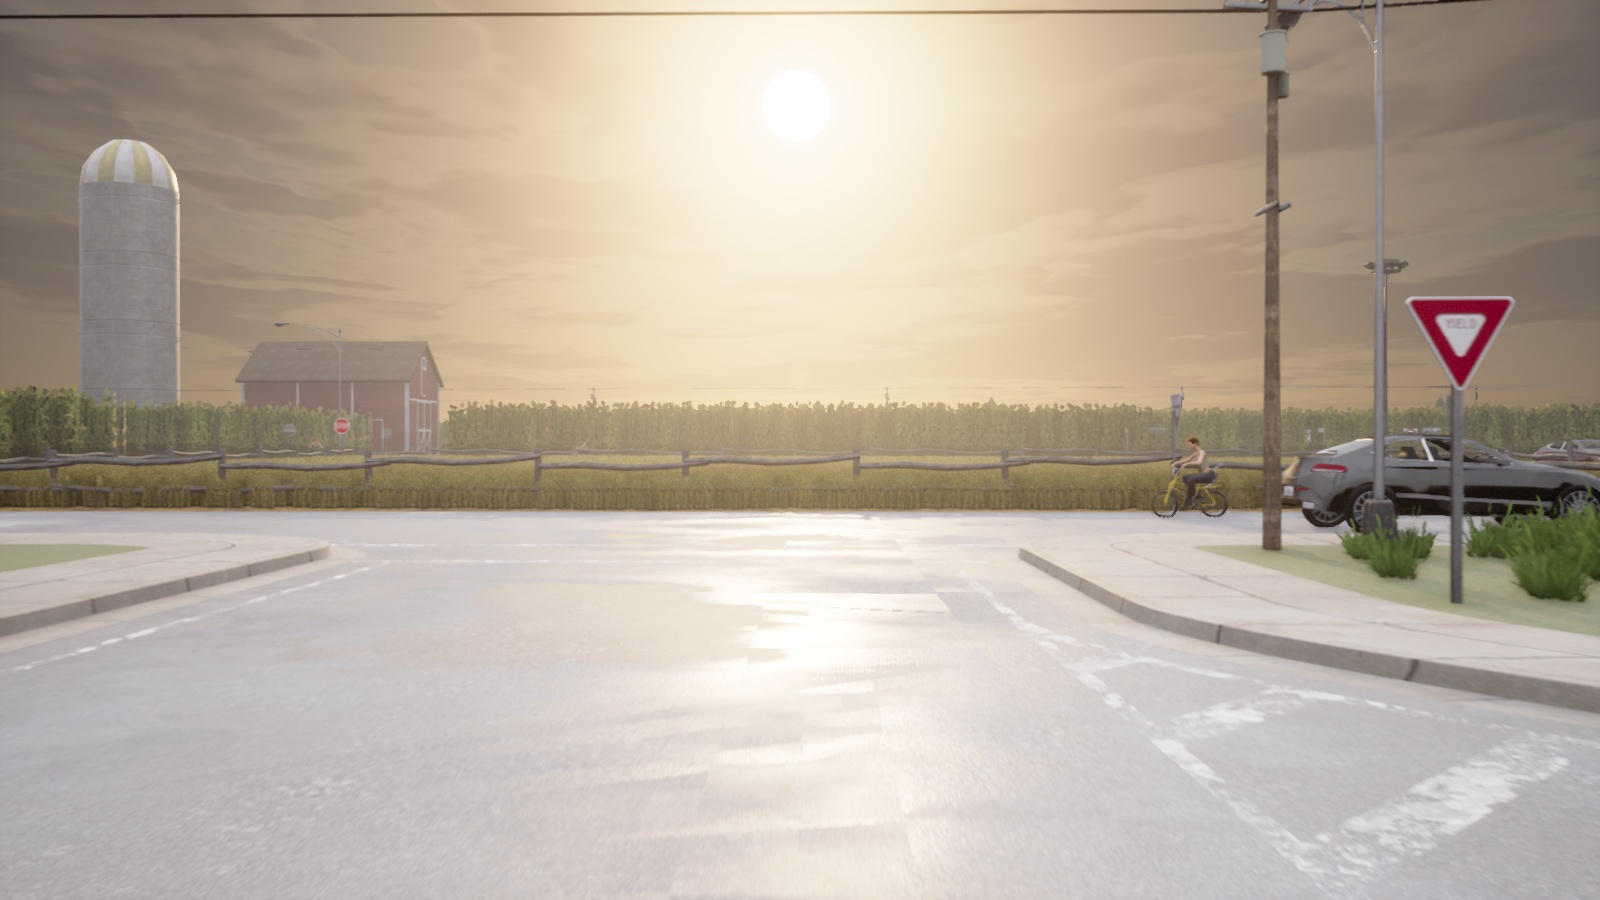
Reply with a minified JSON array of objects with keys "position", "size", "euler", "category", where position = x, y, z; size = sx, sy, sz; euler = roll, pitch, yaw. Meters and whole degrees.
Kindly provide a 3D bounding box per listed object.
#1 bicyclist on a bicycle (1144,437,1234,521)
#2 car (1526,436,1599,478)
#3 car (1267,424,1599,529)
[{"position":[7.627,0.551,24.656],"size":[1.509,1.612,0.866],"euler":[0,0,2],"category":"bicyclist on a bicycle"},{"position":[32.629,0.259,51.895],"size":[2.152,1.651,5.027],"euler":[0,0,-3],"category":"car"},{"position":[10.756,0.413,21.100],"size":[5.027,1.651,2.152],"euler":[0,0,1],"category":"car"}]
